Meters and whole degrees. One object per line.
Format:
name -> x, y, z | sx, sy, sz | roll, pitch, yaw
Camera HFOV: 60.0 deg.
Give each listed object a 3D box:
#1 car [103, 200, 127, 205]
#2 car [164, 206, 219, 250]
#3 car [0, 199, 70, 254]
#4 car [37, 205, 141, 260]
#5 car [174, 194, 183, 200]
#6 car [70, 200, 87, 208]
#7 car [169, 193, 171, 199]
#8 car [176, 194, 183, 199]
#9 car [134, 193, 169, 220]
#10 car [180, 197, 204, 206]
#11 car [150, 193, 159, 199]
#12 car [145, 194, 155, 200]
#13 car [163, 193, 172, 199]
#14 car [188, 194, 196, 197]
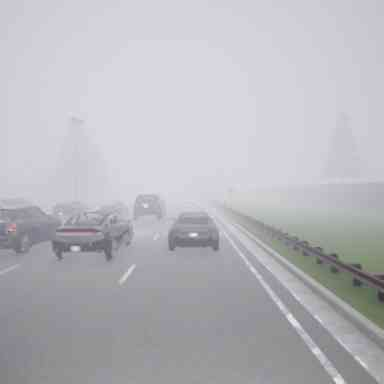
car -> -6.928, 1.453, 29.728 | 1.812, 1.442, 4.674 | 0, 0, 0
car -> 0.074, 1.530, 14.162 | 1.994, 1.385, 4.181 | 0, 0, 0
car -> -6.930, 1.318, 13.440 | 2.097, 1.767, 4.553 | 0, 0, 0
car -> -3.437, 1.462, 12.288 | 2.128, 1.511, 4.902 | 0, 0, 0
car -> -3.499, 1.326, 83.229 | 2.033, 1.411, 5.357 | 0, 0, 0
car -> -10.431, 1.436, 28.843 | 1.837, 1.490, 4.892 | 0, 1, 0
car -> -6.999, 1.296, 85.312 | 1.812, 1.442, 4.674 | 0, 0, 0
car -> -3.499, 1.214, 93.653 | 1.994, 1.385, 4.181 | 0, 0, 0
car -> -3.438, 1.157, 27.561 | 2.150, 2.045, 5.566 | 0, 0, 0
car -> 0.073, 1.453, 29.693 | 1.812, 1.442, 4.674 | 0, 0, 0
car -> -10.499, 1.187, 93.653 | 2.128, 1.511, 4.902 | 0, 0, 0
car -> -10.499, 1.245, 84.062 | 1.882, 1.535, 5.008 | 0, 0, 0
car -> -6.999, 1.040, 94.456 | 2.097, 1.767, 4.553 | 0, 0, 0
car -> 0.001, 1.245, 84.062 | 1.882, 1.535, 5.008 | 0, 0, 0
